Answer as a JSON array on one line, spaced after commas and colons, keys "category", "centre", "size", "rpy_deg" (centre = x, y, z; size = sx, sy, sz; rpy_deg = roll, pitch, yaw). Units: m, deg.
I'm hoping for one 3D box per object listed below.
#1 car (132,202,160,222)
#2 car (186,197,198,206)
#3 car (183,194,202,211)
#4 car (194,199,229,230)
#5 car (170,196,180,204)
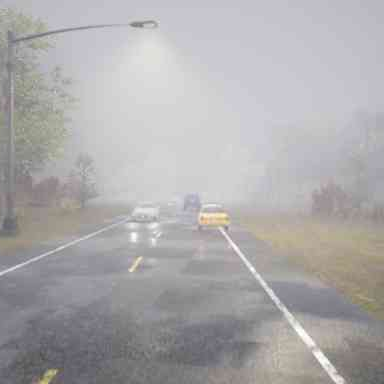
[{"category": "car", "centre": [-3.594, 1.522, 26.595], "size": [1.812, 1.442, 4.674], "rpy_deg": [0, 0, 0]}, {"category": "car", "centre": [0.004, 1.581, 56.536], "size": [1.812, 1.442, 4.674], "rpy_deg": [0, 0, 0]}, {"category": "car", "centre": [0.039, 1.237, 42.047], "size": [2.150, 2.045, 5.566], "rpy_deg": [0, 0, 1]}, {"category": "car", "centre": [1.226, 1.452, 20.768], "size": [1.801, 1.575, 5.366], "rpy_deg": [0, 0, 0]}, {"category": "car", "centre": [-3.499, 1.605, 67.625], "size": [1.812, 1.442, 4.674], "rpy_deg": [0, 0, 0]}]
